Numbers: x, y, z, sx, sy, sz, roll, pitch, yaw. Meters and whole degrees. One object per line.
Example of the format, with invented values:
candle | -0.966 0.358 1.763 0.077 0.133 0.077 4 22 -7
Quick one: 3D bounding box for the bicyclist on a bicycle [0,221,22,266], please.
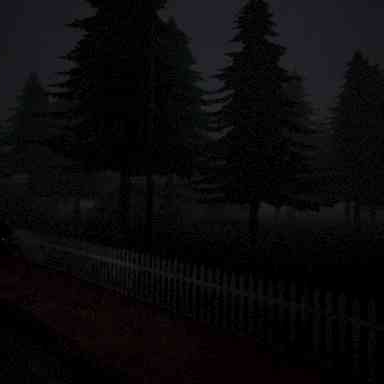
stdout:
bicyclist on a bicycle | -5.893 1.440 9.858 0.582 1.620 1.656 0 -3 44
